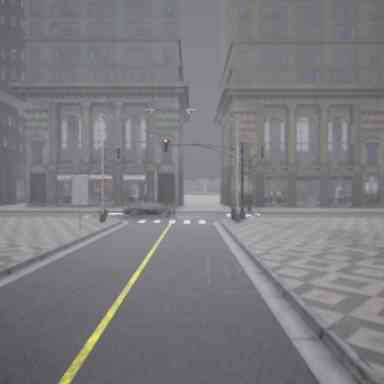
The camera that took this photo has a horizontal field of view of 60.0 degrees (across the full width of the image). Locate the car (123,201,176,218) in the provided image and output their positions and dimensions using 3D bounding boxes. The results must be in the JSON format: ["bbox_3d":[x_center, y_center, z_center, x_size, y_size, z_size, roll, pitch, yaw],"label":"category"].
[{"bbox_3d":[-3.783,1.553,29.947,4.674,1.442,1.812,0,1,0],"label":"car"}]
